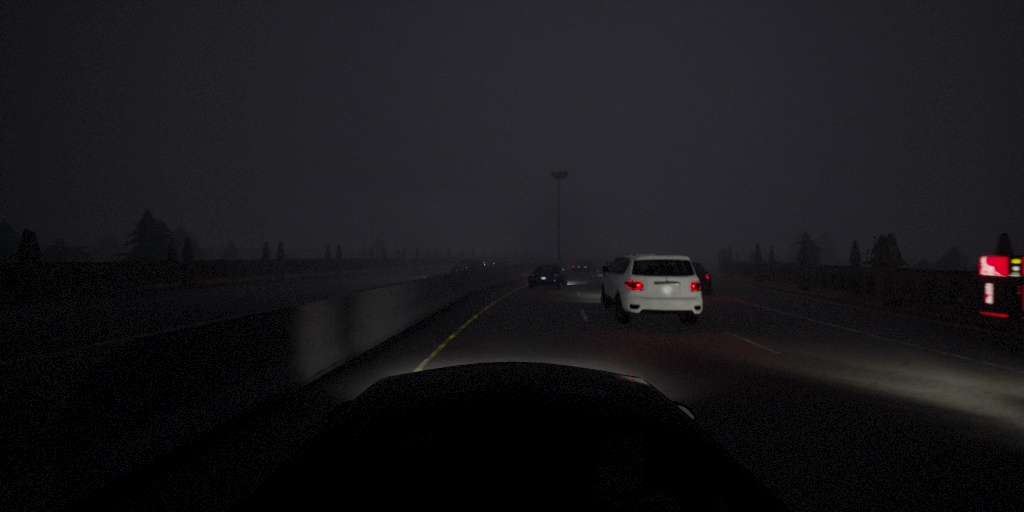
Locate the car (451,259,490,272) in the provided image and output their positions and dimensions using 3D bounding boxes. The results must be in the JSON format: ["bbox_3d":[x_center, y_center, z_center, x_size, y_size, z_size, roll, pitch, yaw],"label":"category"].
[{"bbox_3d":[-4.315,1.083,36.059,1.837,1.490,4.892,0,0,20],"label":"car"}]

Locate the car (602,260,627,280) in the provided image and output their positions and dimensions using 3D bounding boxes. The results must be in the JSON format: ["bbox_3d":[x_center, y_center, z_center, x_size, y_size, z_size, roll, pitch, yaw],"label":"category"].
[{"bbox_3d":[8.973,1.163,31.140,1.837,1.490,4.892,0,0,19],"label":"car"}]

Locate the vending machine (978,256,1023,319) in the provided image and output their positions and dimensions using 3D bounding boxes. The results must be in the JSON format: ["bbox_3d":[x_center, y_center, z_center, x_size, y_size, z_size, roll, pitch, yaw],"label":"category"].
[{"bbox_3d":[15.522,0.972,11.094,1.100,2.100,0.880,0,0,8],"label":"vending machine"}]

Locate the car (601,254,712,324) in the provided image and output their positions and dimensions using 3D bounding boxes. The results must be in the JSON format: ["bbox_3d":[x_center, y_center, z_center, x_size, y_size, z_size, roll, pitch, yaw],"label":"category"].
[{"bbox_3d":[4.374,0.945,12.054,2.150,2.045,5.566,0,0,7],"label":"car"}]

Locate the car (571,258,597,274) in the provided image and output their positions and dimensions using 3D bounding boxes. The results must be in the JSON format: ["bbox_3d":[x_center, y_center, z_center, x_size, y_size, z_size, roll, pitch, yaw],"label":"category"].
[{"bbox_3d":[7.953,1.177,39.172,2.033,1.411,5.357,0,0,25],"label":"car"}]

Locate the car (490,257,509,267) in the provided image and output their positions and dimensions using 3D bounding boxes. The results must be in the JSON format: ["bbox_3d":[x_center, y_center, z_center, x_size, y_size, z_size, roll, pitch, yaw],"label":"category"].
[{"bbox_3d":[-2.201,0.877,49.733,2.097,1.767,4.553,0,0,27],"label":"car"}]

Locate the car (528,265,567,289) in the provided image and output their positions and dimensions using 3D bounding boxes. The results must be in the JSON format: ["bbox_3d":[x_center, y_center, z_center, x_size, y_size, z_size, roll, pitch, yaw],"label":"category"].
[{"bbox_3d":[2.295,1.237,22.397,1.994,1.385,4.181,0,0,14],"label":"car"}]

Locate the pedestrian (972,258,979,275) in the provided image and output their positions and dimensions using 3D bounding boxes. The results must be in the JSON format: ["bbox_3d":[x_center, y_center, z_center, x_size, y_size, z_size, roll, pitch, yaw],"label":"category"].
[{"bbox_3d":[15.593,0.915,11.827,0.375,1.860,0.375,0,0,8],"label":"pedestrian"}]
